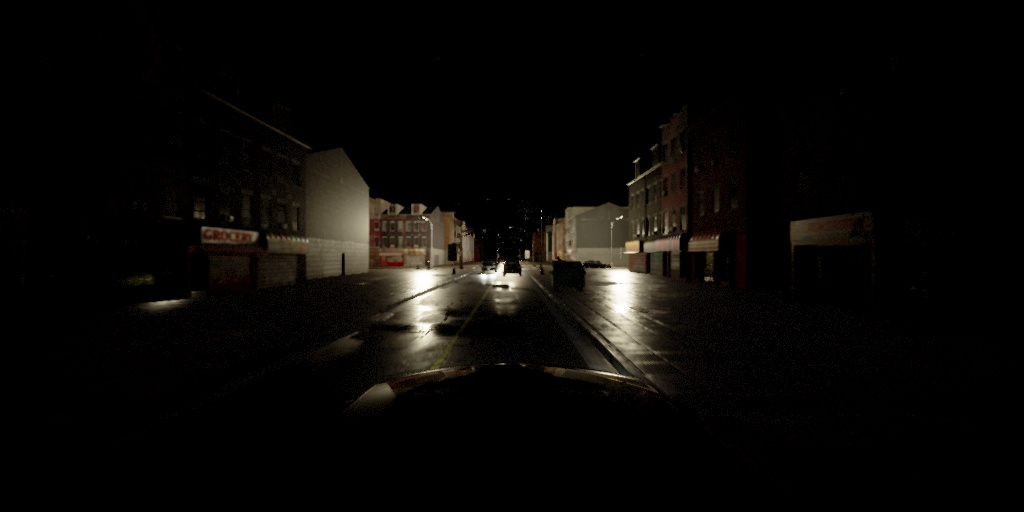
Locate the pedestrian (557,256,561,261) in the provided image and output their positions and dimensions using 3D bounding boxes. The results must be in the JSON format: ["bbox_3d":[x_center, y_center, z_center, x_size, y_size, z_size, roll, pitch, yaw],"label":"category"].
[{"bbox_3d":[2.856,0.891,21.460,0.375,1.860,0.375,0,0,-10],"label":"pedestrian"}]

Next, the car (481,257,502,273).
[{"bbox_3d":[-2.754,1.231,44.901,2.128,1.511,4.902,0,0,0],"label":"car"}]

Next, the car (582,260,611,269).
[{"bbox_3d":[12.349,1.280,52.891,4.313,1.339,1.948,0,0,0],"label":"car"}]

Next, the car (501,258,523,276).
[{"bbox_3d":[0.059,1.231,36.717,1.882,1.535,5.008,0,0,1],"label":"car"}]

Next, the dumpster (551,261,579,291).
[{"bbox_3d":[3.008,1.145,20.478,1.020,1.700,1.940,0,0,0],"label":"dumpster"}]
